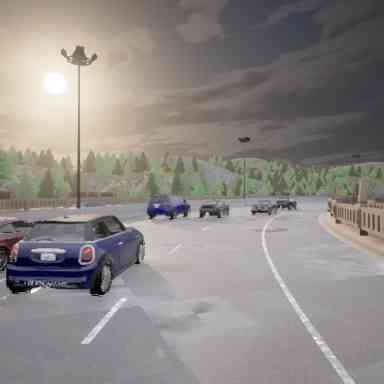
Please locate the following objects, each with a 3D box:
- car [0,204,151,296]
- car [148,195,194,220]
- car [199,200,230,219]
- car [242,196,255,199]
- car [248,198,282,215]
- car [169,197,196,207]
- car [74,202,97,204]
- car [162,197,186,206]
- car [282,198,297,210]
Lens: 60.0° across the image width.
[{"bbox_3d":[-2.732,1.356,8.934,2.097,1.767,4.553,0,0,6],"label":"car"},{"bbox_3d":[-1.931,1.245,28.796,2.150,2.045,5.566,0,0,18],"label":"car"},{"bbox_3d":[2.089,1.515,29.592,1.837,1.490,4.892,-1,0,20],"label":"car"},{"bbox_3d":[10.954,1.609,64.933,2.128,1.511,4.902,-1,-1,41],"label":"car"},{"bbox_3d":[7.320,1.540,33.288,2.033,1.411,5.357,0,0,24],"label":"car"},{"bbox_3d":[-1.491,1.600,54.144,2.128,1.511,4.902,-1,0,33],"label":"car"},{"bbox_3d":[-9.447,1.596,28.999,2.033,1.411,5.357,0,0,18],"label":"car"},{"bbox_3d":[-3.108,1.663,58.067,1.812,1.442,4.674,-1,0,34],"label":"car"},{"bbox_3d":[12.152,1.500,42.770,1.837,1.490,4.892,0,0,31],"label":"car"}]
